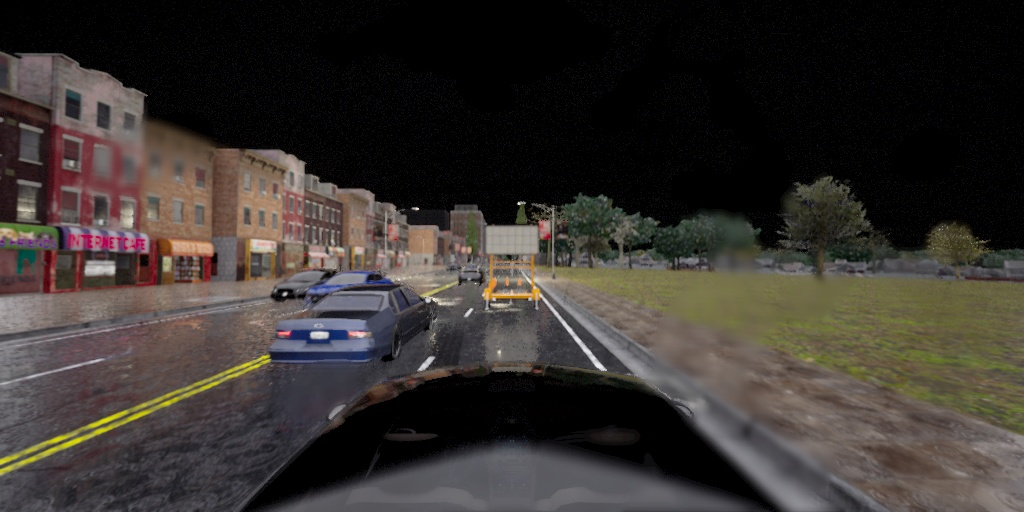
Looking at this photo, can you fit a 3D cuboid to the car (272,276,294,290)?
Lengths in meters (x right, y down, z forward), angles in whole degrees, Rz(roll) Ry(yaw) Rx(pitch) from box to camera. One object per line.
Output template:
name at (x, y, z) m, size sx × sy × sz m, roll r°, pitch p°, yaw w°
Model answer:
car at (-9.845, 1.432, 17.970) m, size 1.837 × 1.490 × 4.892 m, roll 0°, pitch -1°, yaw 0°

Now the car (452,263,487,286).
car at (-3.141, 1.536, 28.823) m, size 2.128 × 1.511 × 4.902 m, roll 0°, pitch -1°, yaw 0°

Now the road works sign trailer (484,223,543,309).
road works sign trailer at (0.003, 0.368, 15.743) m, size 2.380 × 3.560 × 2.880 m, roll 0°, pitch 0°, yaw 0°

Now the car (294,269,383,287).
car at (-6.596, 1.373, 15.051) m, size 1.882 × 1.535 × 5.008 m, roll 0°, pitch -1°, yaw 0°

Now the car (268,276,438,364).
car at (-3.148, 1.370, 8.374) m, size 2.033 × 1.411 × 5.357 m, roll 0°, pitch -1°, yaw 0°

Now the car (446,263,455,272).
car at (-9.793, 1.934, 60.390) m, size 1.994 × 1.385 × 4.181 m, roll 0°, pitch -1°, yaw 1°
